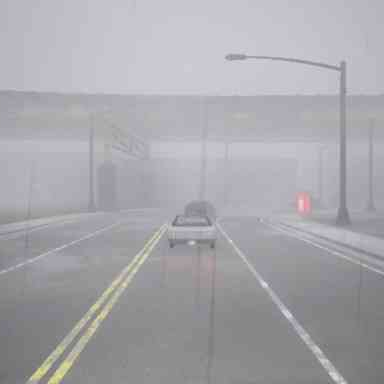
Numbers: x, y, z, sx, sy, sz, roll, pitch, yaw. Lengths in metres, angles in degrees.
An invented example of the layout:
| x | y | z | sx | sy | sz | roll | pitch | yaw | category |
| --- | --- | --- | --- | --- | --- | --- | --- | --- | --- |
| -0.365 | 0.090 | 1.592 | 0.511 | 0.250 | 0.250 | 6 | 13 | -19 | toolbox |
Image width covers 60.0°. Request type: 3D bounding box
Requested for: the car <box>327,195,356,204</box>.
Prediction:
| x | y | z | sx | sy | sz | roll | pitch | yaw | category |
| --- | --- | --- | --- | --- | --- | --- | --- | --- | --- |
| 29.373 | 1.452 | 64.187 | 2.038 | 1.542 | 4.974 | 0 | 0 | -29 | car |

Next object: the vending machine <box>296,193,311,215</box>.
| x | y | z | sx | sy | sz | roll | pitch | yaw | category |
| --- | --- | --- | --- | --- | --- | --- | --- | --- | --- |
| 11.023 | 1.194 | 32.941 | 1.100 | 2.100 | 0.880 | 0 | 0 | 42 | vending machine |

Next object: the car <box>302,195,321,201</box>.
| x | y | z | sx | sy | sz | roll | pitch | yaw | category |
| --- | --- | --- | --- | --- | --- | --- | --- | --- | --- |
| 29.846 | 1.452 | 83.046 | 4.974 | 1.542 | 2.038 | 0 | 0 | -39 | car |

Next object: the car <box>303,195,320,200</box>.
| x | y | z | sx | sy | sz | roll | pitch | yaw | category |
| --- | --- | --- | --- | --- | --- | --- | --- | --- | --- |
| 29.806 | 1.295 | 83.013 | 4.536 | 1.218 | 1.853 | 0 | 0 | -39 | car |

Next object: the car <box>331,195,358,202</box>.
| x | y | z | sx | sy | sz | roll | pitch | yaw | category |
| --- | --- | --- | --- | --- | --- | --- | --- | --- | --- |
| 29.348 | 1.294 | 64.233 | 1.853 | 1.218 | 4.536 | 0 | 0 | -29 | car |

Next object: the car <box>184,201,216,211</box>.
| x | y | z | sx | sy | sz | roll | pitch | yaw | category |
| --- | --- | --- | --- | --- | --- | --- | --- | --- | --- |
| 0.748 | 1.485 | 29.120 | 1.882 | 1.535 | 5.008 | 0 | 0 | 15 | car |

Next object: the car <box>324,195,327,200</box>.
| x | y | z | sx | sy | sz | roll | pitch | yaw | category |
| --- | --- | --- | --- | --- | --- | --- | --- | --- | --- |
| 33.884 | 1.295 | 83.742 | 1.853 | 1.218 | 4.536 | 0 | 0 | -34 | car |

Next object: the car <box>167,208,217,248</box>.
| x | y | z | sx | sy | sz | roll | pitch | yaw | category |
| --- | --- | --- | --- | --- | --- | --- | --- | --- | --- |
| 0.000 | 1.616 | 14.680 | 1.895 | 1.301 | 4.718 | 0 | 0 | 0 | car |

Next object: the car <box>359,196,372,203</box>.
| x | y | z | sx | sy | sz | roll | pitch | yaw | category |
| --- | --- | --- | --- | --- | --- | --- | --- | --- | --- |
| 32.437 | 1.294 | 62.064 | 1.853 | 1.218 | 4.536 | 0 | 0 | 31 | car |

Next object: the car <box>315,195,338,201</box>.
| x | y | z | sx | sy | sz | roll | pitch | yaw | category |
| --- | --- | --- | --- | --- | --- | --- | --- | --- | --- |
| 33.855 | 1.452 | 83.785 | 2.038 | 1.542 | 4.974 | 0 | 0 | -34 | car |

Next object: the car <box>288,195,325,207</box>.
| x | y | z | sx | sy | sz | roll | pitch | yaw | category |
| --- | --- | --- | --- | --- | --- | --- | --- | --- | --- |
| 16.431 | 1.560 | 48.566 | 4.892 | 1.490 | 1.837 | 0 | 0 | -17 | car |

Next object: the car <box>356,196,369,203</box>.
| x | y | z | sx | sy | sz | roll | pitch | yaw | category |
| --- | --- | --- | --- | --- | --- | --- | --- | --- | --- |
| 32.410 | 1.452 | 62.019 | 2.038 | 1.542 | 4.974 | 0 | 0 | 31 | car |

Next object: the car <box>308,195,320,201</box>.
| x | y | z | sx | sy | sz | roll | pitch | yaw | category |
| --- | --- | --- | --- | --- | --- | --- | --- | --- | --- |
| 32.836 | 1.694 | 89.612 | 1.970 | 1.475 | 3.806 | 0 | 0 | 1 | car |
